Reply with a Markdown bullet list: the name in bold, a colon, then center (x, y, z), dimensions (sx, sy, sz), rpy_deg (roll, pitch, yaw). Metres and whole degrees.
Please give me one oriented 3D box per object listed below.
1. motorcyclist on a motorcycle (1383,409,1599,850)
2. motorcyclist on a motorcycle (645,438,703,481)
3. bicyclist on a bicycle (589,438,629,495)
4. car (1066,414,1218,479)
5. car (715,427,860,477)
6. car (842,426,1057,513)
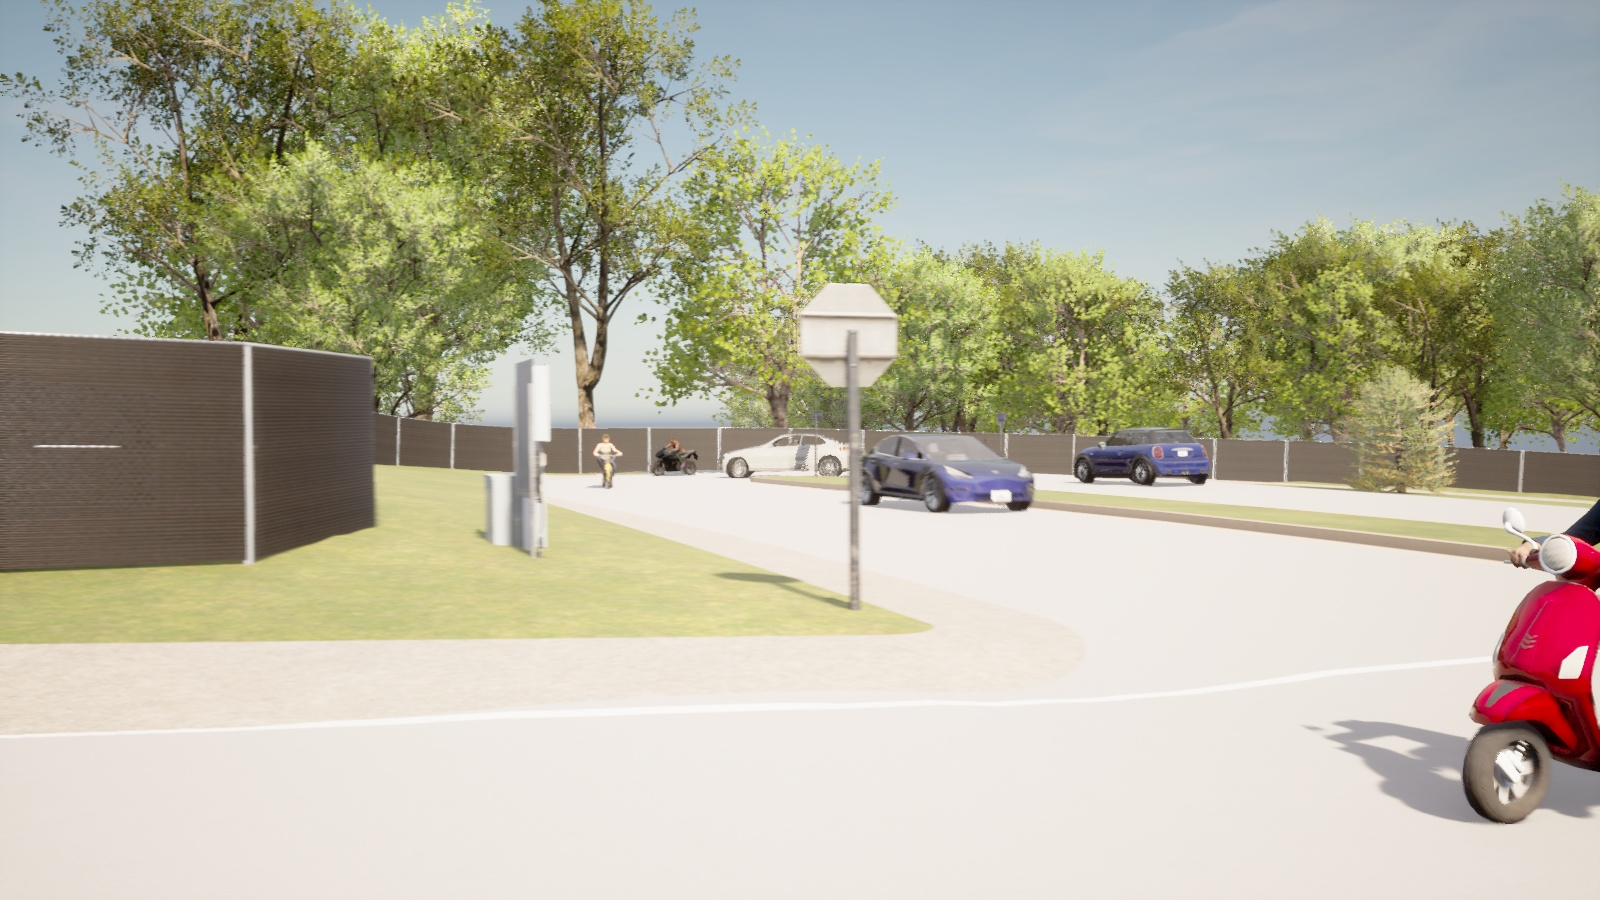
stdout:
- **motorcyclist on a motorcycle**: center (3.479, 0.631, 5.248), dimensions (1.817, 1.590, 0.866), rpy_deg (-1, 1, -21)
- **motorcyclist on a motorcycle**: center (-4.720, 0.333, 47.161), dimensions (2.044, 1.523, 0.797), rpy_deg (-2, 4, -38)
- **bicyclist on a bicycle**: center (-5.627, 0.459, 36.881), dimensions (0.866, 1.612, 1.509), rpy_deg (-2, 1, -19)
- **car**: center (10.140, -0.085, 37.637), dimensions (2.097, 1.767, 4.553), rpy_deg (-2, 0, -20)
- **car**: center (-0.397, 0.057, 45.446), dimensions (5.027, 1.651, 2.152), rpy_deg (-1, 1, 5)
- **car**: center (2.770, 0.340, 24.632), dimensions (2.163, 1.488, 4.792), rpy_deg (-2, 0, -21)
